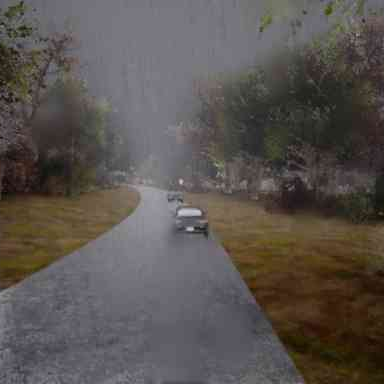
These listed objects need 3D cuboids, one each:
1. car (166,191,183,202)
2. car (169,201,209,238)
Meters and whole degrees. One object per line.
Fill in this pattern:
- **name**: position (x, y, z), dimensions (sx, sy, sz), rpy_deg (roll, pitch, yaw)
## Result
- **car**: position (-2.236, 0.548, 41.998), dimensions (1.895, 1.301, 4.718), rpy_deg (1, 3, -8)
- **car**: position (-0.175, 1.417, 16.987), dimensions (1.812, 1.442, 4.674), rpy_deg (0, 1, -2)
